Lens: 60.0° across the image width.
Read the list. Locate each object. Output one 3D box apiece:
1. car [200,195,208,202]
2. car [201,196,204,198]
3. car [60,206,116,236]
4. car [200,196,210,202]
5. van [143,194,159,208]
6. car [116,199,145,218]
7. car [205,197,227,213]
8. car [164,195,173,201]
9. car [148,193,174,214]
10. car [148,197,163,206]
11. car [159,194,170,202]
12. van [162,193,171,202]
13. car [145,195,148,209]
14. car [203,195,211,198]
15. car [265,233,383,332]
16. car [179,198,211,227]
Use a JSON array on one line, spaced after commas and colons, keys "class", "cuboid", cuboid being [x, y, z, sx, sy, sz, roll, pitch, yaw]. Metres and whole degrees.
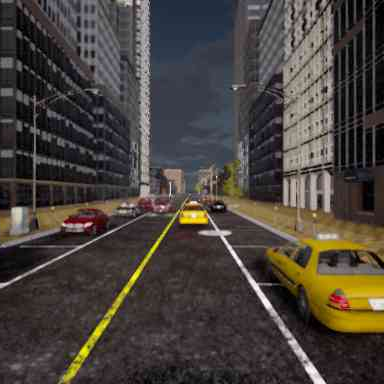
[{"class": "car", "cuboid": [2.690, 1.371, 75.215, 1.752, 1.417, 4.829, 0, 0, 0]}, {"class": "car", "cuboid": [0.100, 1.485, 42.390, 1.994, 1.385, 4.181, 0, 0, 0]}, {"class": "car", "cuboid": [-5.688, 1.551, 18.136, 1.802, 1.307, 4.206, 0, 0, 0]}, {"class": "car", "cuboid": [2.690, 1.442, 69.353, 1.802, 1.307, 4.206, 0, 0, 0]}, {"class": "van", "cuboid": [-5.688, 1.254, 46.598, 1.690, 1.788, 3.998, 0, 0, 0]}, {"class": "car", "cuboid": [-5.689, 1.498, 29.521, 2.008, 1.369, 4.403, 0, 0, 0]}, {"class": "car", "cuboid": [2.692, 1.502, 35.201, 1.947, 1.339, 4.313, 0, 0, 0]}, {"class": "car", "cuboid": [-5.691, 1.397, 80.752, 1.947, 1.339, 4.313, 0, 0, 0]}, {"class": "car", "cuboid": [-3.050, 1.288, 34.934, 2.097, 1.767, 4.553, 0, 0, 0]}, {"class": "car", "cuboid": [-5.690, 1.482, 52.291, 1.802, 1.307, 4.206, 0, 0, 0]}, {"class": "car", "cuboid": [-5.690, 1.300, 69.366, 1.967, 1.590, 4.097, 0, 0, 0]}, {"class": "van", "cuboid": [-5.689, 1.187, 75.059, 1.690, 1.788, 3.998, 0, 0, 0]}, {"class": "car", "cuboid": [-5.689, 1.469, 40.906, 1.887, 1.381, 4.507, 0, 0, 0]}, {"class": "car", "cuboid": [2.692, 1.327, 57.968, 1.967, 1.590, 4.097, 0, 0, 0]}, {"class": "car", "cuboid": [2.693, 1.514, 6.910, 1.752, 1.417, 4.829, 0, 0, 0]}, {"class": "car", "cuboid": [0.098, 1.417, 22.321, 1.801, 1.575, 5.366, 0, 0, 0]}]
